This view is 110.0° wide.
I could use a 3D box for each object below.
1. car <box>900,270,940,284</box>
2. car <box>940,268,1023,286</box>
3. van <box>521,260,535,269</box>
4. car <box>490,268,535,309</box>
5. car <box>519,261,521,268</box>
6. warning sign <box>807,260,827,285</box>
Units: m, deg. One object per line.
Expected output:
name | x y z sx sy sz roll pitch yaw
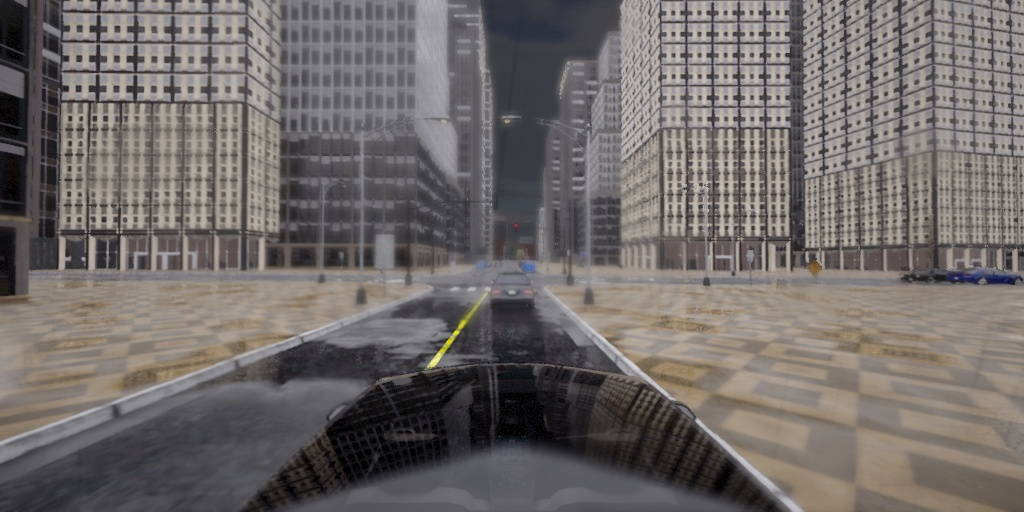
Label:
car | 39.594 1.918 33.639 4.718 1.301 1.895 0 -1 -2
car | 40.077 1.752 30.408 5.008 1.535 1.882 0 -1 -2
van | 2.687 1.598 55.488 1.690 1.789 3.998 0 0 0
car | 0.004 1.432 15.853 2.033 1.411 5.357 0 -1 0
car | 2.618 1.854 61.026 1.888 1.381 4.507 0 0 0
warning sign | 22.999 1.241 27.152 1.060 1.860 1.300 0 0 -1
